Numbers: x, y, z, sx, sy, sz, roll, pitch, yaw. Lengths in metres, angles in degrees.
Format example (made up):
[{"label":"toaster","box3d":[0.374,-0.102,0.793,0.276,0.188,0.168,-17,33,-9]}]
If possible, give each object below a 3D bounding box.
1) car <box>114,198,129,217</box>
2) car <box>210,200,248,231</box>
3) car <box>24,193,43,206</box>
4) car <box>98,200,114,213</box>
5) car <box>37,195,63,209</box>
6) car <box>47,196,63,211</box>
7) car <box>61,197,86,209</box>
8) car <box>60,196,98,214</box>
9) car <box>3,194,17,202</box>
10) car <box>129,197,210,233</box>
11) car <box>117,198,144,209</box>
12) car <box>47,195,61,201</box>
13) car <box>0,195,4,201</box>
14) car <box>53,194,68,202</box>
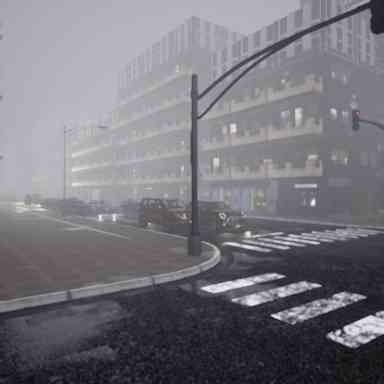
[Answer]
[{"label":"car","box3d":[-4.305,1.468,28.019,2.033,1.411,5.357,0,0,-36]},{"label":"car","box3d":[1.266,1.302,20.249,2.097,1.767,4.553,0,0,-34]},{"label":"car","box3d":[-24.736,1.160,51.845,2.192,1.841,5.009,0,0,-36]},{"label":"car","box3d":[-9.949,1.495,35.835,1.895,1.301,4.718,0,0,-36]},{"label":"car","box3d":[-18.095,1.434,42.668,1.947,1.339,4.313,0,0,-36]},{"label":"car","box3d":[-14.774,1.449,38.078,1.947,1.339,4.313,0,0,-36]},{"label":"car","box3d":[-15.748,1.394,43.920,1.812,1.442,4.674,0,0,-36]},{"label":"car","box3d":[-11.452,1.442,33.489,1.887,1.381,4.507,0,0,-36]},{"label":"car","box3d":[-38.021,1.410,70.200,1.802,1.307,4.206,0,0,-36]},{"label":"car","box3d":[-1.488,1.262,19.722,2.192,1.841,5.009,0,0,-36]},{"label":"car","box3d":[-7.985,1.461,42.992,1.802,1.307,4.206,0,0,-36]},{"label":"car","box3d":[-31.230,1.375,75.112,2.008,1.369,4.403,0,0,-36]},{"label":"car","box3d":[-41.342,1.268,74.788,1.967,1.590,4.097,0,0,-36]},{"label":"car","box3d":[-27.910,1.266,70.525,1.967,1.590,4.097,0,0,-36]}]
